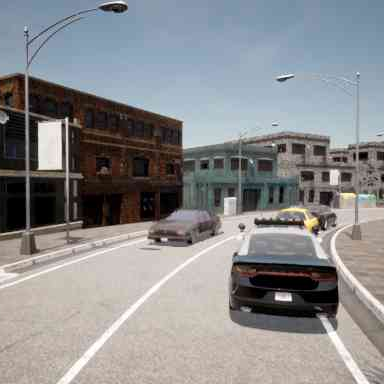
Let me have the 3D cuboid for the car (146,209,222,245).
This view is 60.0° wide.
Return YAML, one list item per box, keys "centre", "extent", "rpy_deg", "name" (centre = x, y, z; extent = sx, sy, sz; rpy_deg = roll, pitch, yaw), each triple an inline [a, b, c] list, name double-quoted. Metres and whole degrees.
- centre: [-0.111, 1.523, 15.849]
  extent: [2.033, 1.411, 5.357]
  rpy_deg: [0, 0, 22]
  name: "car"

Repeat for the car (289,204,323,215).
- centre: [5.186, 1.471, 16.560]
  extent: [1.801, 1.575, 5.366]
  rpy_deg: [1, 0, 26]
  name: "car"

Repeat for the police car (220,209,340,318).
- centre: [2.003, 1.428, 7.706]
  extent: [1.930, 1.638, 5.238]
  rpy_deg: [0, 0, 13]
  name: "police car"

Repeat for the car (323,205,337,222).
- centre: [7.923, 1.536, 21.234]
  extent: [1.837, 1.490, 4.892]
  rpy_deg: [1, 0, 34]
  name: "car"
